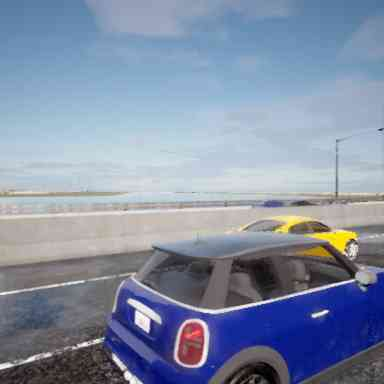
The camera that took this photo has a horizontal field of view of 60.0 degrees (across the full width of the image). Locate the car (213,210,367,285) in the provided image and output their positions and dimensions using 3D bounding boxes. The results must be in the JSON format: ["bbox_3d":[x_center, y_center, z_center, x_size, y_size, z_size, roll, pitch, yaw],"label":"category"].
[{"bbox_3d":[3.188,1.477,10.308,5.008,1.535,1.882,0,0,-35],"label":"car"}]

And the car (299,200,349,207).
[{"bbox_3d":[12.282,1.485,29.773,4.902,1.511,2.128,0,0,-35],"label":"car"}]

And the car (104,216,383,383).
[{"bbox_3d":[1.229,1.351,4.643,4.553,1.767,2.097,0,0,-35],"label":"car"}]

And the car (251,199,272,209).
[{"bbox_3d":[8.348,1.519,35.562,4.674,1.442,1.812,0,0,-35],"label":"car"}]

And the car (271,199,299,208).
[{"bbox_3d":[10.324,1.519,32.674,4.674,1.442,1.812,0,0,-35],"label":"car"}]
